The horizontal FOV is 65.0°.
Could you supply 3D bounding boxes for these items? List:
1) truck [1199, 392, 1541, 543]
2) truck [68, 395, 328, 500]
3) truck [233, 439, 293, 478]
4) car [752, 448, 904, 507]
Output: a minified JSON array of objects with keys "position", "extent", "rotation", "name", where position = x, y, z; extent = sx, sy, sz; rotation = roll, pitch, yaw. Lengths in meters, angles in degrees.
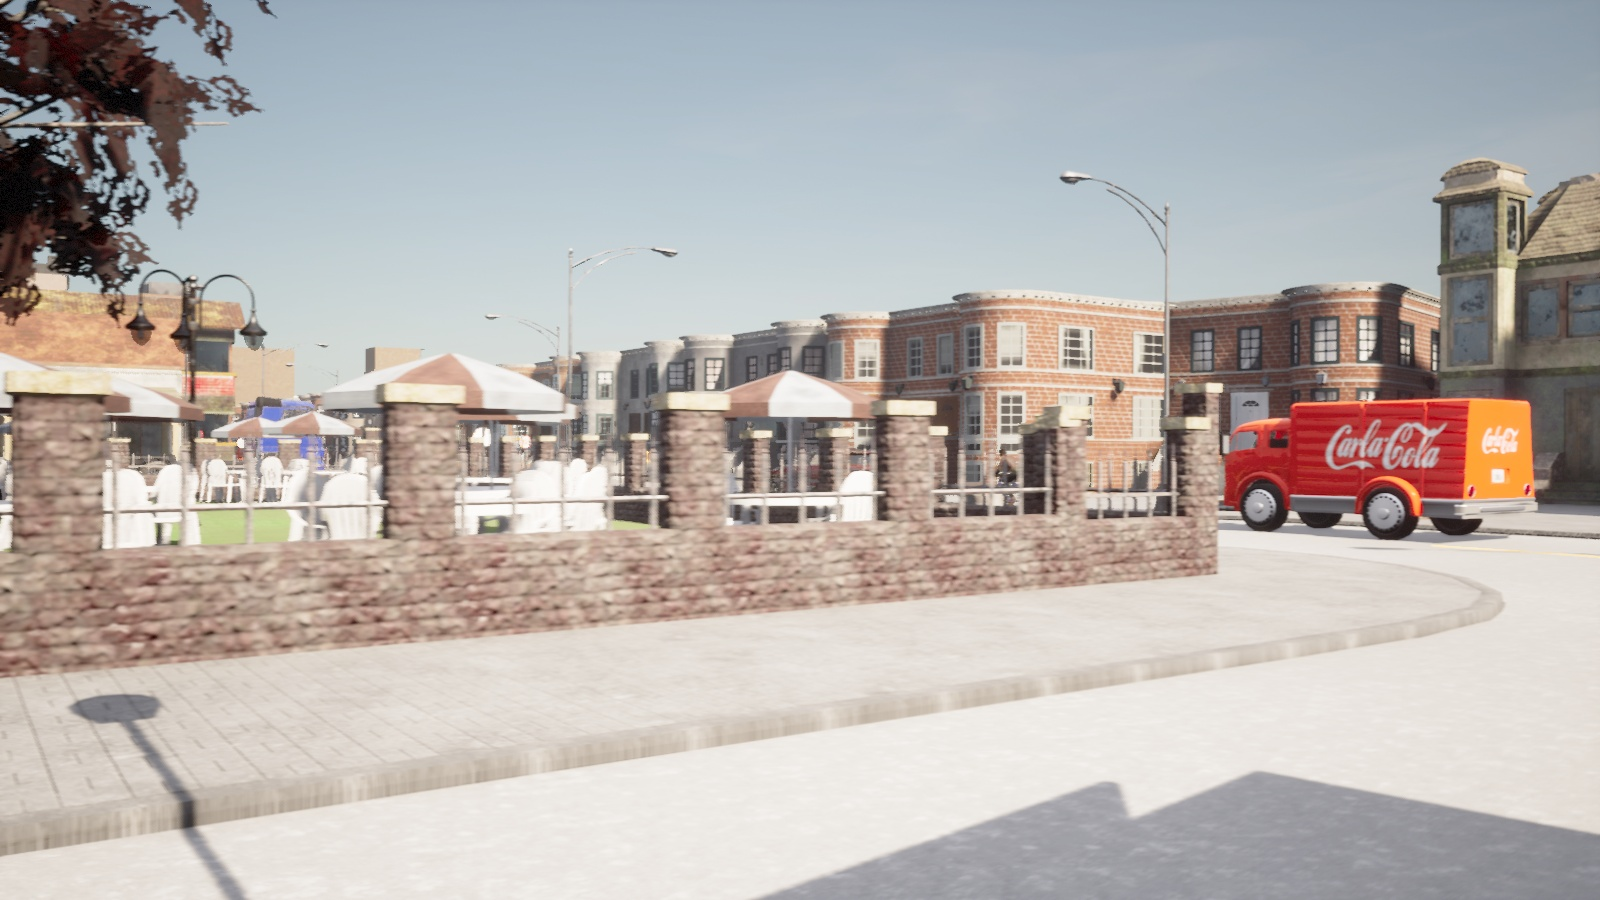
[{"position":[10.433,0.292,23.426],"extent":[2.627,2.467,5.204],"rotation":[0,0,-34],"name":"truck"},{"position":[-21.263,-0.082,44.582],"extent":[7.936,3.462,2.891],"rotation":[0,0,-35],"name":"truck"},{"position":[-35.100,0.533,81.982],"extent":[2.627,2.467,5.204],"rotation":[0,0,-35],"name":"truck"},{"position":[0.747,0.765,37.329],"extent":[2.033,1.649,4.856],"rotation":[0,0,-35],"name":"car"}]
